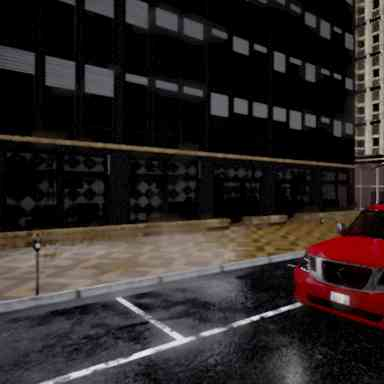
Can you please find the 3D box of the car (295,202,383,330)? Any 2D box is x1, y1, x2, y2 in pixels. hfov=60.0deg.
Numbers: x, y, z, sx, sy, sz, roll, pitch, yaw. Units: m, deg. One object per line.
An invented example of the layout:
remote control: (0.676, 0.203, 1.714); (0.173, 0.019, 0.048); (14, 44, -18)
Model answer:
car: (4.433, 1.210, 6.533); (5.566, 2.045, 2.150); (0, 0, -36)
